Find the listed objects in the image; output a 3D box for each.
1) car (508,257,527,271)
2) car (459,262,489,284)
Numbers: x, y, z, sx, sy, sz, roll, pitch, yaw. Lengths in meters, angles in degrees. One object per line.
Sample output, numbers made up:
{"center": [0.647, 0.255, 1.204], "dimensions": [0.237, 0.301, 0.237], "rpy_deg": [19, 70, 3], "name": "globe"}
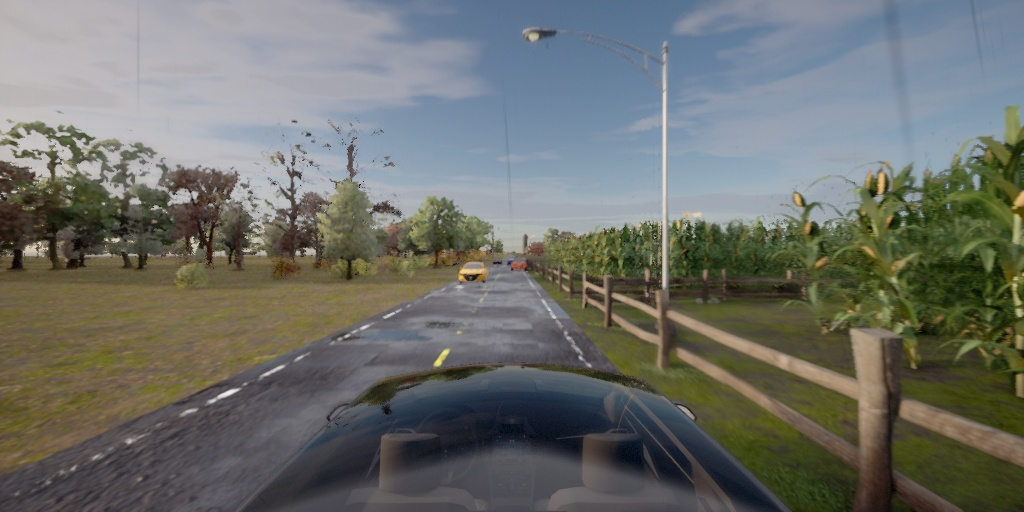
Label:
{"center": [0.928, 1.052, 48.051], "dimensions": [2.097, 1.767, 4.553], "rpy_deg": [0, 0, 1], "name": "car"}
{"center": [-2.830, 1.212, 27.120], "dimensions": [1.882, 1.535, 5.008], "rpy_deg": [0, 0, 0], "name": "car"}
